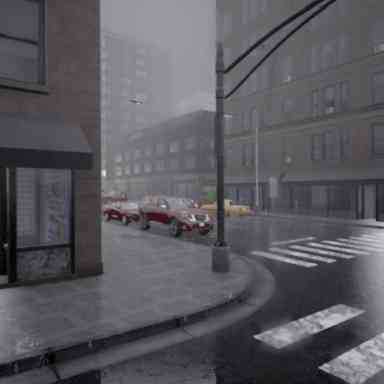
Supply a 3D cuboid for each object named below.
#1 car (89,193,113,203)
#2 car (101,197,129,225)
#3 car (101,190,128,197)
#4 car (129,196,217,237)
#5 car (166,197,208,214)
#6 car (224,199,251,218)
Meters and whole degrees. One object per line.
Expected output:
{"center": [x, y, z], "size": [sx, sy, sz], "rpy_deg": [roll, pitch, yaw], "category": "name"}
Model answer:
{"center": [-13.429, 0.871, 48.822], "size": [2.008, 1.369, 4.403], "rpy_deg": [0, 0, -36], "category": "car"}
{"center": [-4.246, 1.282, 21.635], "size": [1.887, 1.381, 4.507], "rpy_deg": [1, 0, -36], "category": "car"}
{"center": [-10.209, 0.705, 44.383], "size": [2.192, 1.841, 5.009], "rpy_deg": [0, 0, -36], "category": "car"}
{"center": [-1.025, 1.132, 17.196], "size": [2.192, 1.841, 5.009], "rpy_deg": [1, 0, -36], "category": "car"}
{"center": [-0.558, 1.192, 31.070], "size": [1.802, 1.307, 4.206], "rpy_deg": [1, 0, -36], "category": "car"}
{"center": [2.560, 1.211, 26.769], "size": [1.752, 1.417, 4.829], "rpy_deg": [1, 0, -36], "category": "car"}
